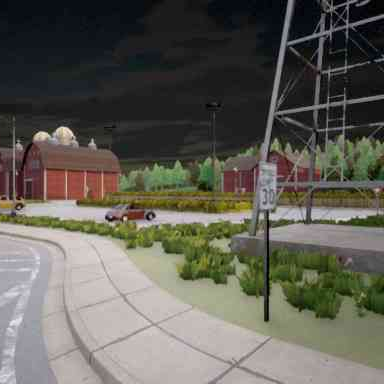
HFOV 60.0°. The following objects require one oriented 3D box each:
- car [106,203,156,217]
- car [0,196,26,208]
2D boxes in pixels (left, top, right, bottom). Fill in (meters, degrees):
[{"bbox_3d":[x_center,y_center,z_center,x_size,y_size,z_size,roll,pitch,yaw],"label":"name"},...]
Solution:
[{"bbox_3d":[-4.637,1.520,25.422,1.784,1.438,3.905,0,0,39],"label":"car"},{"bbox_3d":[-22.257,1.309,39.383,1.932,1.855,4.605,0,0,39],"label":"car"}]
